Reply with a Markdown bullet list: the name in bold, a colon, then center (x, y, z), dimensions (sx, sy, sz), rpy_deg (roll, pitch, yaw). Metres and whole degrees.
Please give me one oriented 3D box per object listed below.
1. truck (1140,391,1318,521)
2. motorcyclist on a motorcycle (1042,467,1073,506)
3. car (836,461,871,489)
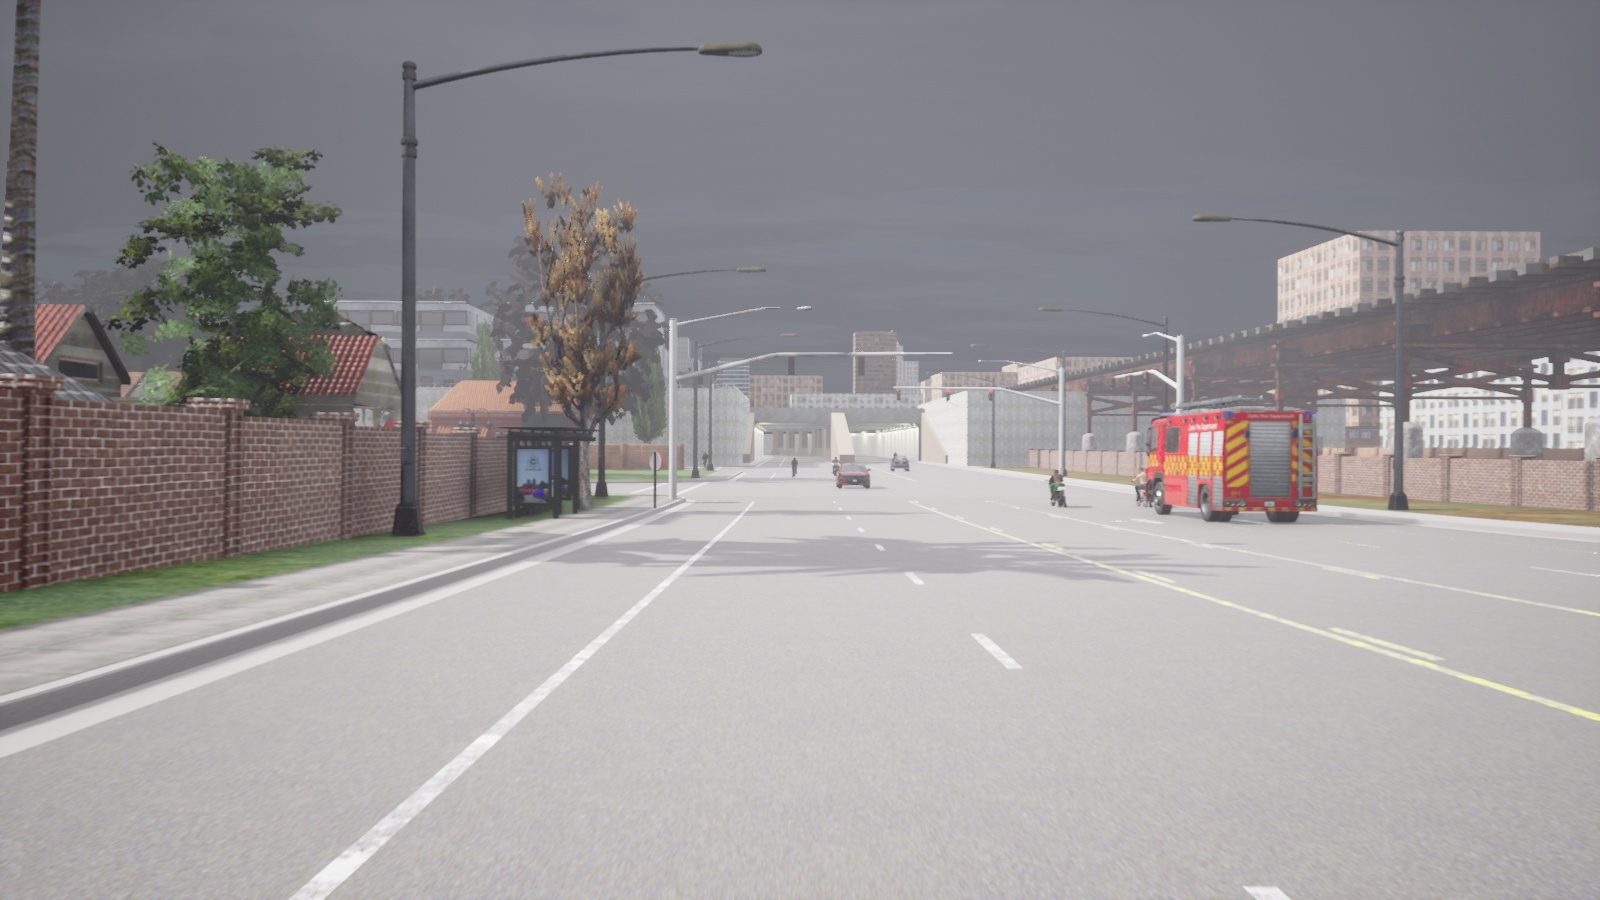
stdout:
- **truck**: center (13.807, 0.210, 41.289), dimensions (2.891, 3.827, 8.468), rpy_deg (0, 0, 0)
- **motorcyclist on a motorcycle**: center (10.270, 1.441, 50.216), dimensions (0.797, 1.523, 2.044), rpy_deg (0, 0, 0)
- **car**: center (3.155, 1.478, 74.879), dimensions (1.882, 1.535, 5.008), rpy_deg (0, 0, 0)
